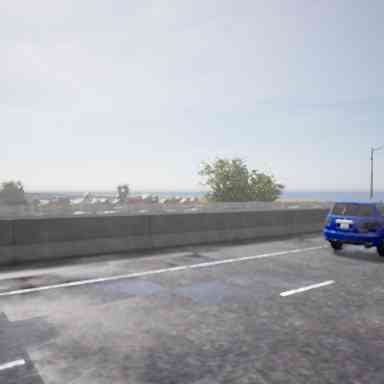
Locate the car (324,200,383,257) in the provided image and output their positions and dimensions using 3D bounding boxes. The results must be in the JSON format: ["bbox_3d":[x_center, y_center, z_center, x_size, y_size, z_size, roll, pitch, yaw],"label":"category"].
[{"bbox_3d":[7.751,1.348,13.693,5.566,2.045,2.150,0,0,-35],"label":"car"}]
